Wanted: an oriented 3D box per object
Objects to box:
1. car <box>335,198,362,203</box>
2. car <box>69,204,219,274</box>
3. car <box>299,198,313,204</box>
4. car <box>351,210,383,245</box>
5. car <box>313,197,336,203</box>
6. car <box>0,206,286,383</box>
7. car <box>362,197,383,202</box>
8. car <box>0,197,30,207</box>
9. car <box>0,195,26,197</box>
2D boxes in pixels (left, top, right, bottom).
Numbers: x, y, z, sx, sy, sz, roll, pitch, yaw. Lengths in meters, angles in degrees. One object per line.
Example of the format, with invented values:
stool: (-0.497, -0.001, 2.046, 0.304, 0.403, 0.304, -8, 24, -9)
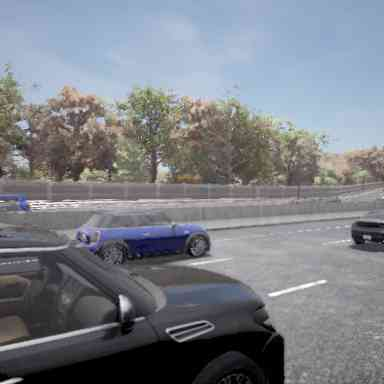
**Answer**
car: (22.354, 1.559, 45.619, 4.902, 1.511, 2.128, 0, 0, -35)
car: (-1.522, 1.355, 11.259, 4.553, 1.767, 2.097, 0, 0, -36)
car: (18.306, 1.639, 51.329, 4.181, 1.385, 1.994, 0, 0, -36)
car: (8.761, 1.515, 14.298, 4.892, 1.490, 1.837, 0, 0, -36)
car: (20.342, 1.559, 48.483, 4.892, 1.490, 1.837, 0, 0, -36)
car: (-1.729, 1.222, 2.515, 5.566, 2.045, 2.150, 0, 0, -36)
car: (24.433, 1.473, 42.802, 4.553, 1.767, 2.097, 0, 0, -36)
car: (-11.132, 1.355, 17.547, 4.553, 1.767, 2.097, 0, 0, -35)
car: (-14.538, 1.225, 23.718, 5.566, 2.045, 2.150, 0, 0, -35)
